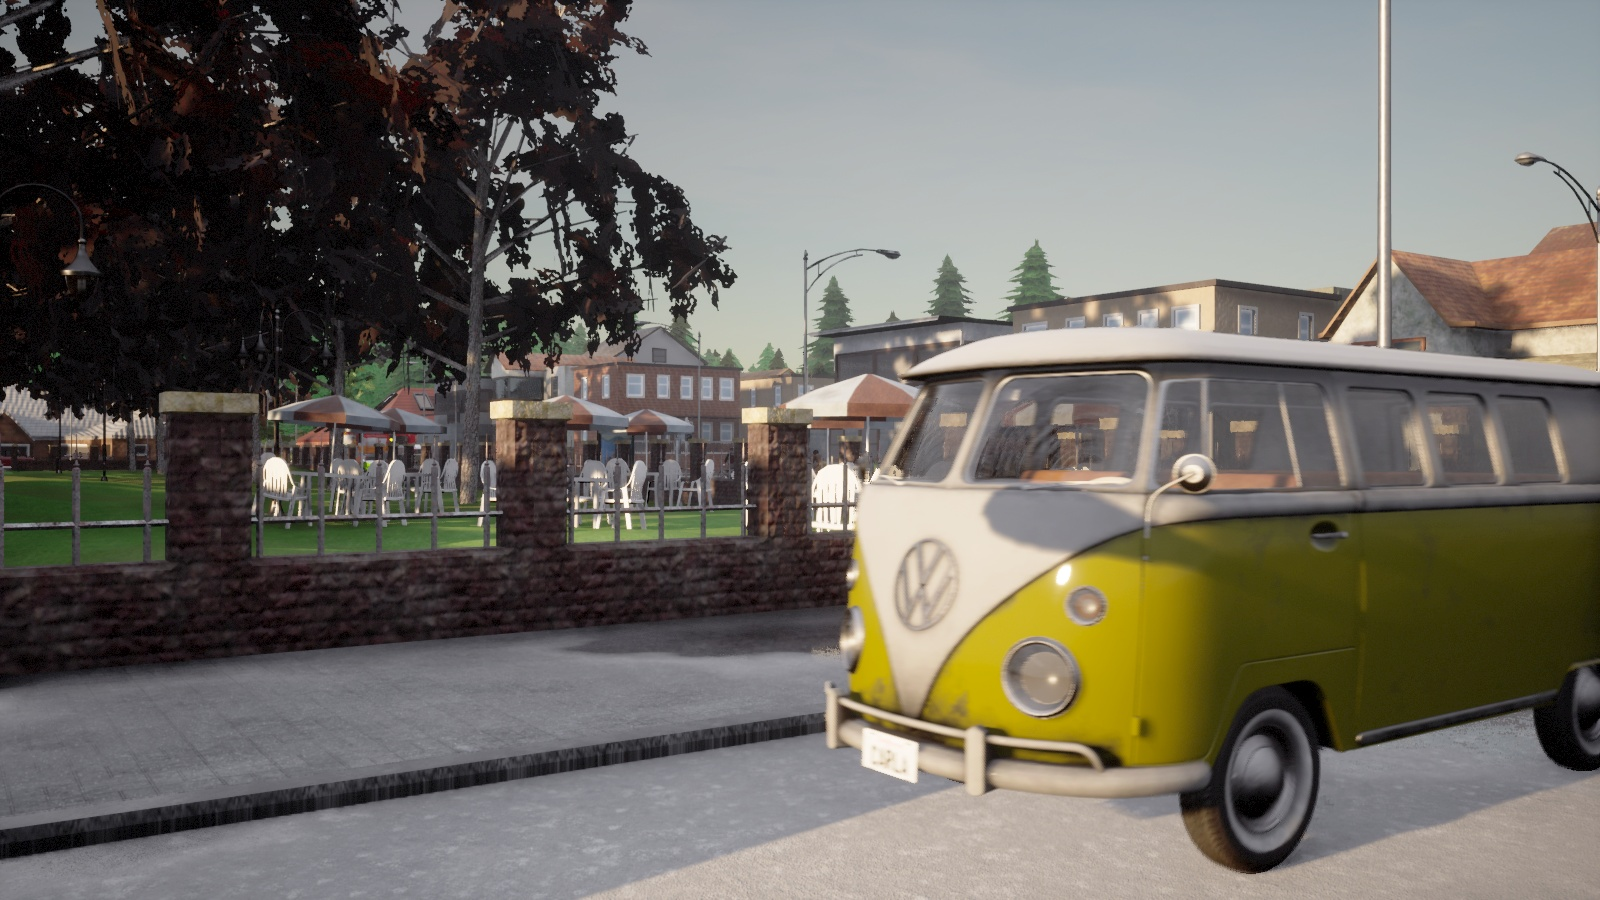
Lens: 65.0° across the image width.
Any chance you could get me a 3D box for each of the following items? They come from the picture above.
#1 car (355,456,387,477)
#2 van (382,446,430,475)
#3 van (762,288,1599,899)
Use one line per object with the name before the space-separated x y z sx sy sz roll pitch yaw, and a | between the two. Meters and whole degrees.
car | -28.675 1.066 83.927 1.481 1.376 2.207 0 -1 -36
van | -28.531 0.751 90.800 2.069 2.038 4.480 0 0 -35
van | 2.174 0.507 5.780 4.442 1.987 1.775 0 0 -35
